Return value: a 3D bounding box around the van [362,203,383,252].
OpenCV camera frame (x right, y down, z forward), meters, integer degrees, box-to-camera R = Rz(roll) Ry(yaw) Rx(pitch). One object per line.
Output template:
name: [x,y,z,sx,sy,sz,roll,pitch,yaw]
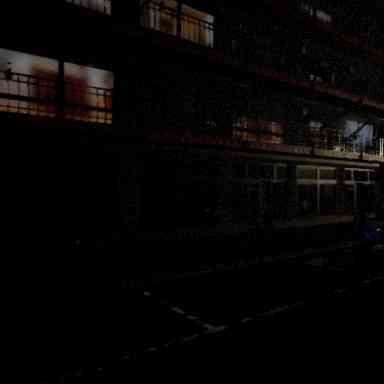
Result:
van: [7.860,1.269,12.165,3.998,1.788,1.690,0,0,-35]
